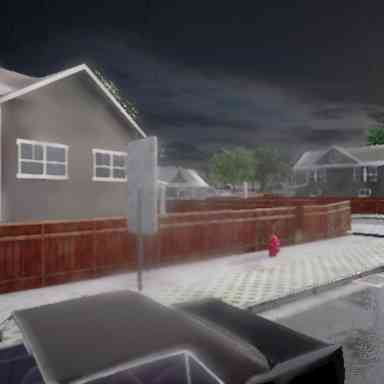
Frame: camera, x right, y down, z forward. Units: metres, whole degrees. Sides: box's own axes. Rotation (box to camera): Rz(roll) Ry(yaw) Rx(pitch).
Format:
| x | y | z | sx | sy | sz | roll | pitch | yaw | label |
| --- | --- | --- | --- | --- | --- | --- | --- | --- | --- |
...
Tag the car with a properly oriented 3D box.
| x | y | z | sx | sy | sz | roll | pitch | yaw | label |
| --- | --- | --- | --- | --- | --- | --- | --- | --- | --- |
| -1.020 | 1.603 | 2.369 | 4.718 | 1.301 | 1.895 | -1 | 0 | -36 | car |
